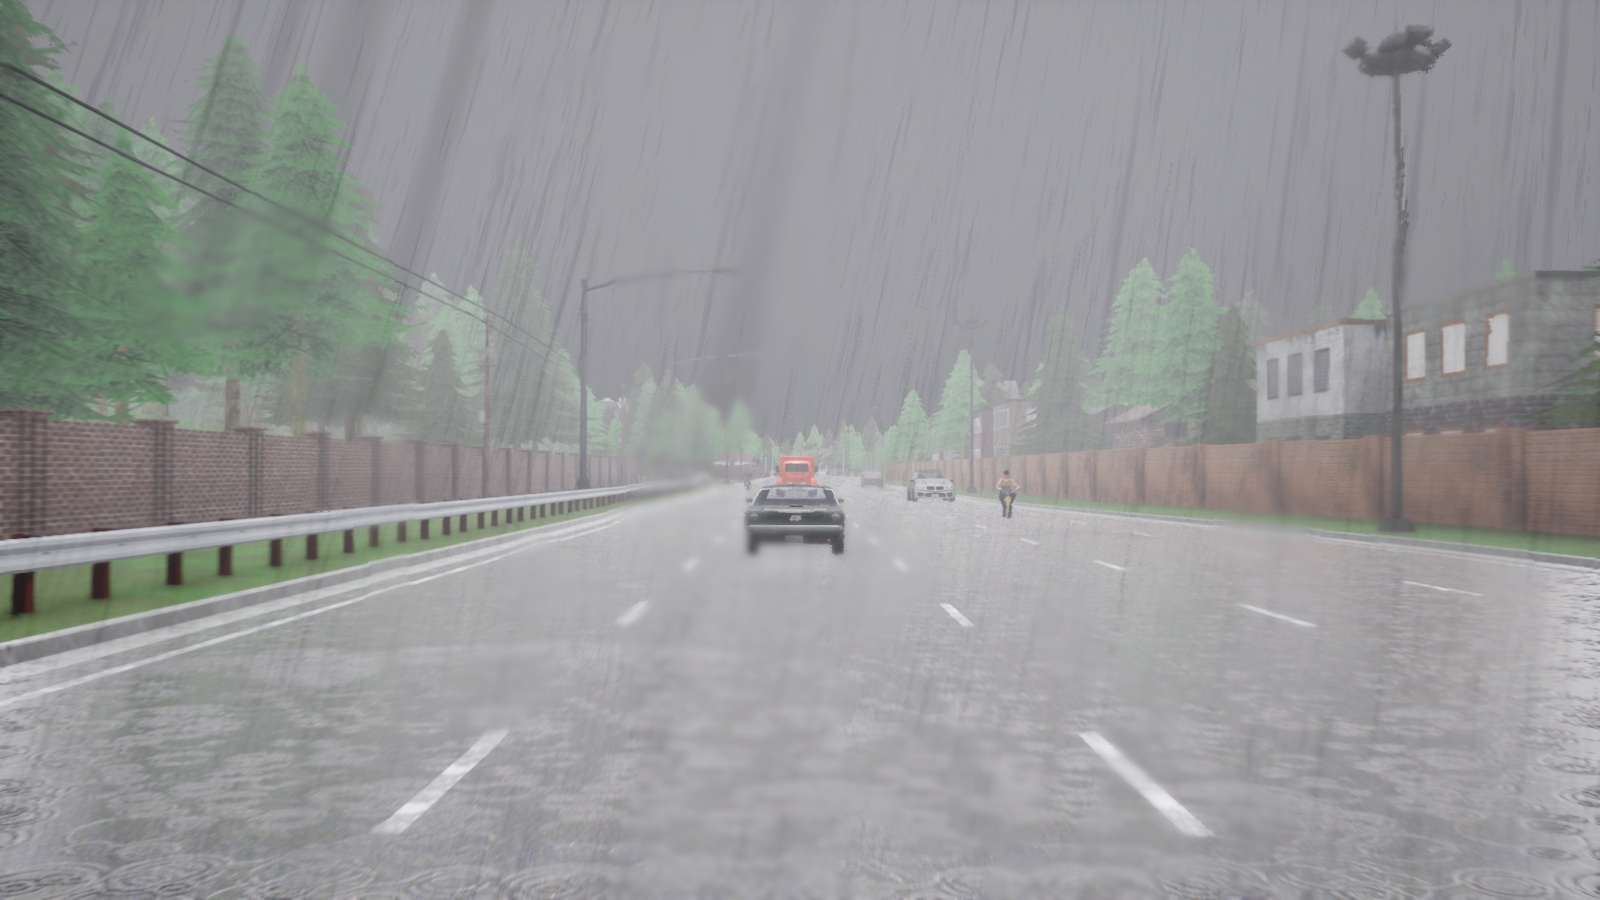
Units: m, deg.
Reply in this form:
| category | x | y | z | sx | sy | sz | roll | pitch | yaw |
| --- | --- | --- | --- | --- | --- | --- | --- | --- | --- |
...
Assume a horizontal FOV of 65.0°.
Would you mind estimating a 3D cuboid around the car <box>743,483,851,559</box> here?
| category | x | y | z | sx | sy | sz | roll | pitch | yaw |
| --- | --- | --- | --- | --- | --- | --- | --- | --- | --- |
| car | -0.060 | 1.326 | 24.644 | 1.895 | 1.301 | 4.718 | 0 | -1 | 0 |

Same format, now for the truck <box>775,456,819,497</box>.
| category | x | y | z | sx | sy | sz | roll | pitch | yaw |
| --- | --- | --- | --- | --- | --- | --- | --- | --- | --- |
| truck | -0.189 | 1.612 | 76.931 | 2.627 | 2.467 | 5.204 | 0 | -1 | 0 |

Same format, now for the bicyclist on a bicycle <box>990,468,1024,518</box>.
| category | x | y | z | sx | sy | sz | roll | pitch | yaw |
| --- | --- | --- | --- | --- | --- | --- | --- | --- | --- |
| bicyclist on a bicycle | 6.902 | 1.424 | 41.978 | 0.866 | 1.612 | 1.509 | 0 | -1 | 0 |

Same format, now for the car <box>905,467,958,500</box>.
| category | x | y | z | sx | sy | sz | roll | pitch | yaw |
| --- | --- | --- | --- | --- | --- | --- | --- | --- | --- |
| car | 6.838 | 1.726 | 65.636 | 2.242 | 1.667 | 4.611 | 0 | -1 | 0 |
